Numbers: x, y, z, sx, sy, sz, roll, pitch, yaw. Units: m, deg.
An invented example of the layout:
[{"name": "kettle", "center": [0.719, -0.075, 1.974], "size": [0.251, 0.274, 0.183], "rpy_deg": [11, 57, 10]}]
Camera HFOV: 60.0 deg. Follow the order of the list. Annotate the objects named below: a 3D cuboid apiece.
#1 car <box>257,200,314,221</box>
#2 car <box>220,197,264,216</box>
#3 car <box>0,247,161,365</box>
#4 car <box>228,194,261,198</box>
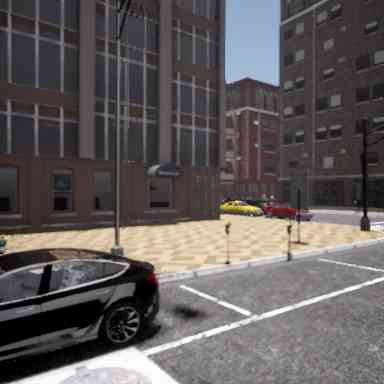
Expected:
[{"name": "car", "center": [7.580, 1.540, 26.432], "size": [1.802, 1.307, 4.206], "rpy_deg": [1, 0, -36]}, {"name": "car", "center": [4.380, 1.473, 30.896], "size": [1.752, 1.417, 4.829], "rpy_deg": [1, 0, -36]}, {"name": "car", "center": [-2.500, 1.566, 4.772], "size": [4.313, 1.339, 1.947], "rpy_deg": [0, 0, -36]}, {"name": "car", "center": [5.755, 1.181, 33.425], "size": [2.150, 2.045, 5.566], "rpy_deg": [0, 0, -36]}]
